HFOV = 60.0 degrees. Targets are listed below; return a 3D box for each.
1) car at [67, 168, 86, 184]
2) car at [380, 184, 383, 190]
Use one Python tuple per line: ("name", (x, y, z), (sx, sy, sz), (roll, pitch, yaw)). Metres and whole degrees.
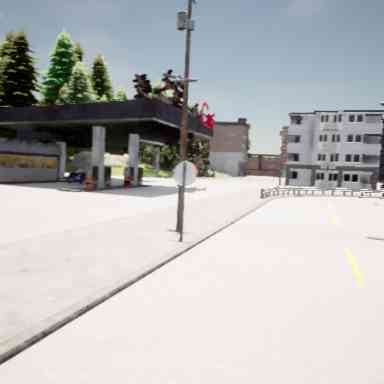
("car", (-10.366, -1.558, 32.156), (1.845, 1.501, 3.633), (4, 5, 20))
("car", (31.331, -0.972, 51.830), (3.633, 1.501, 1.845), (5, 5, 31))
